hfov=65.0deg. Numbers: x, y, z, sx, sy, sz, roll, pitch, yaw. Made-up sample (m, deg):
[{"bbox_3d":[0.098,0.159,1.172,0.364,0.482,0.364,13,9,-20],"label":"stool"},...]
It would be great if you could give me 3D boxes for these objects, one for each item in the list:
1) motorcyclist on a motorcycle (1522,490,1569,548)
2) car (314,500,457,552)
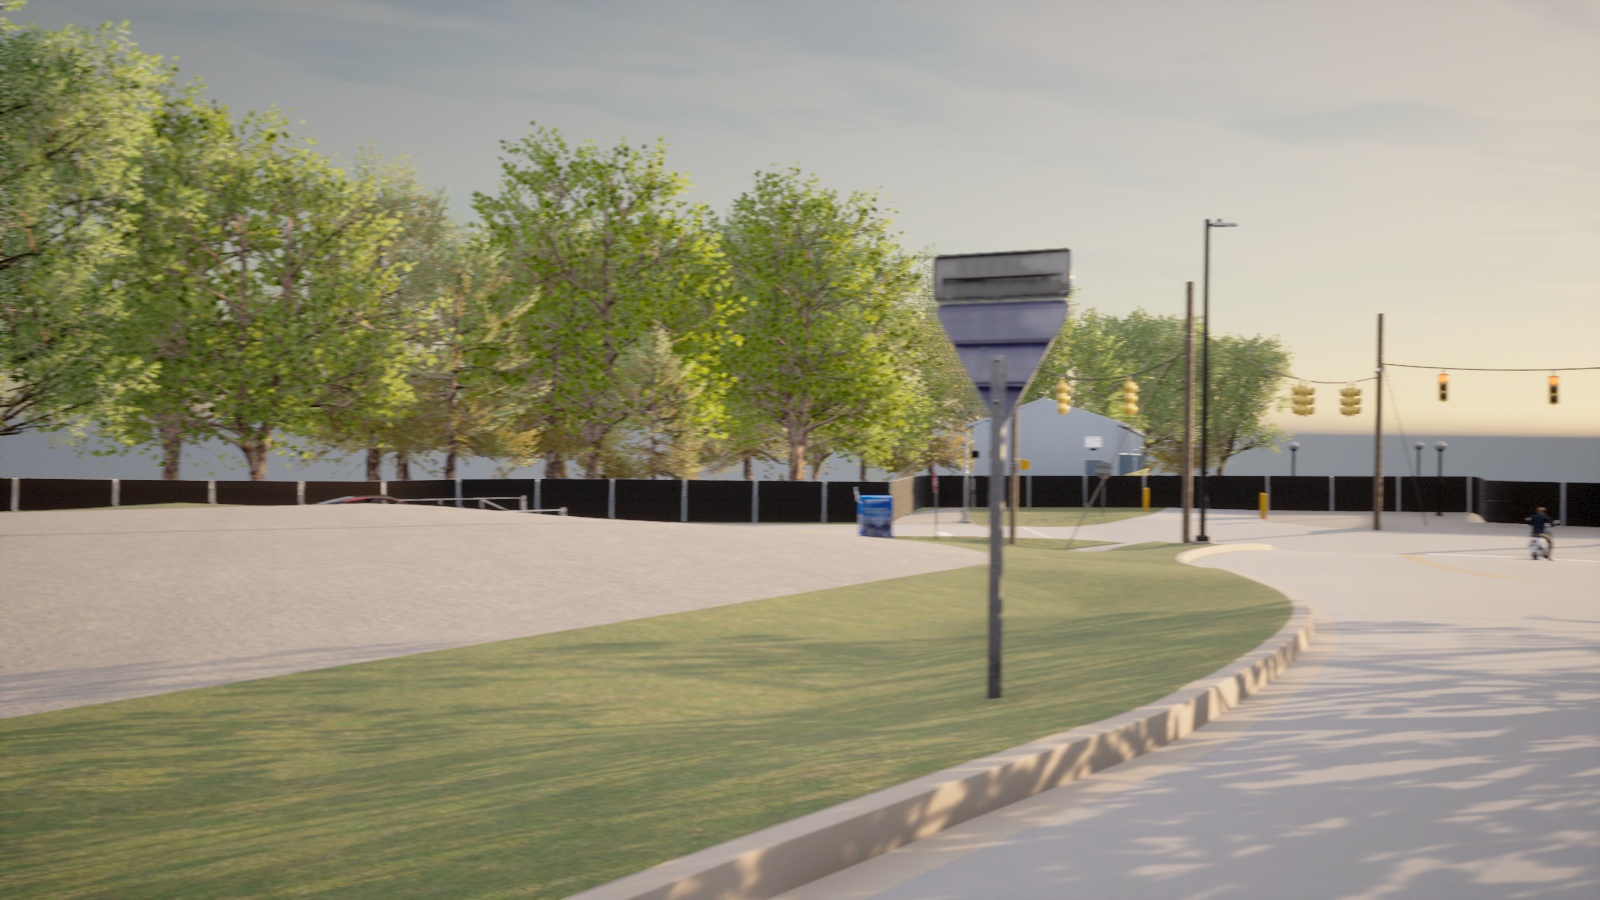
[{"bbox_3d":[22.209,2.023,37.399,0.866,1.590,1.817,0,1,42],"label":"motorcyclist on a motorcycle"},{"bbox_3d":[-14.542,2.623,44.086,4.514,1.525,2.007,-1,1,-27],"label":"car"}]
